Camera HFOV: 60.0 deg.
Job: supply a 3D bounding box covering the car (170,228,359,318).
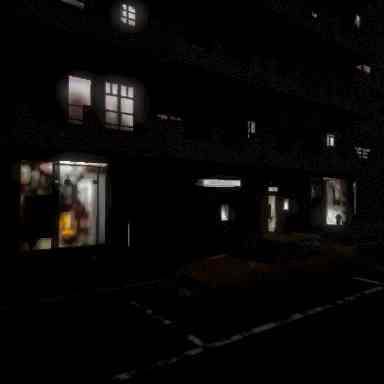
[{"bbox_3d":[1.829,1.524,7.398,4.829,1.417,1.752,0,1,-35],"label":"car"}]
